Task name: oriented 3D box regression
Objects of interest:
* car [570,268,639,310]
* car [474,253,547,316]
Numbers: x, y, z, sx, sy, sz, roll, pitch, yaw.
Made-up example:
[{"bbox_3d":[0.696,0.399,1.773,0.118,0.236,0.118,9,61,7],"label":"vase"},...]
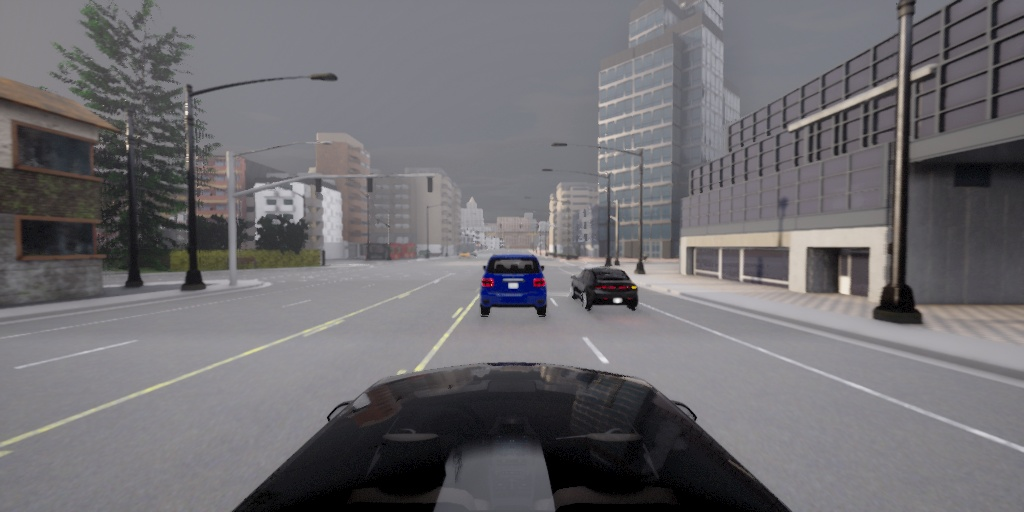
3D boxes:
[{"bbox_3d":[3.566,1.204,14.475,1.837,1.490,4.892,0,1,0],"label":"car"},{"bbox_3d":[0.060,0.933,13.304,2.150,2.045,5.566,0,1,0],"label":"car"}]
